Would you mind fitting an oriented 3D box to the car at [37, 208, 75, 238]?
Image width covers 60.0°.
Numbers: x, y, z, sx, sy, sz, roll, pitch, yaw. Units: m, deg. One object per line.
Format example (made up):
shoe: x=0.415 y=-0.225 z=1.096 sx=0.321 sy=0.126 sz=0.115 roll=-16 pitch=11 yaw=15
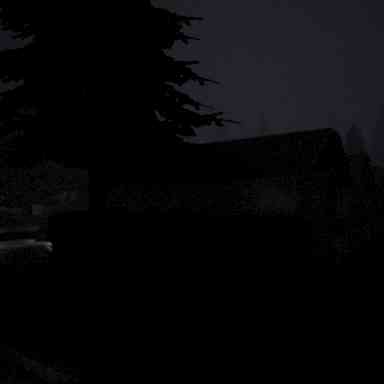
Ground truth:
car: x=-8.136 y=2.212 z=22.827 sx=2.097 sy=1.767 sz=4.553 roll=-2 pitch=-2 yaw=36
